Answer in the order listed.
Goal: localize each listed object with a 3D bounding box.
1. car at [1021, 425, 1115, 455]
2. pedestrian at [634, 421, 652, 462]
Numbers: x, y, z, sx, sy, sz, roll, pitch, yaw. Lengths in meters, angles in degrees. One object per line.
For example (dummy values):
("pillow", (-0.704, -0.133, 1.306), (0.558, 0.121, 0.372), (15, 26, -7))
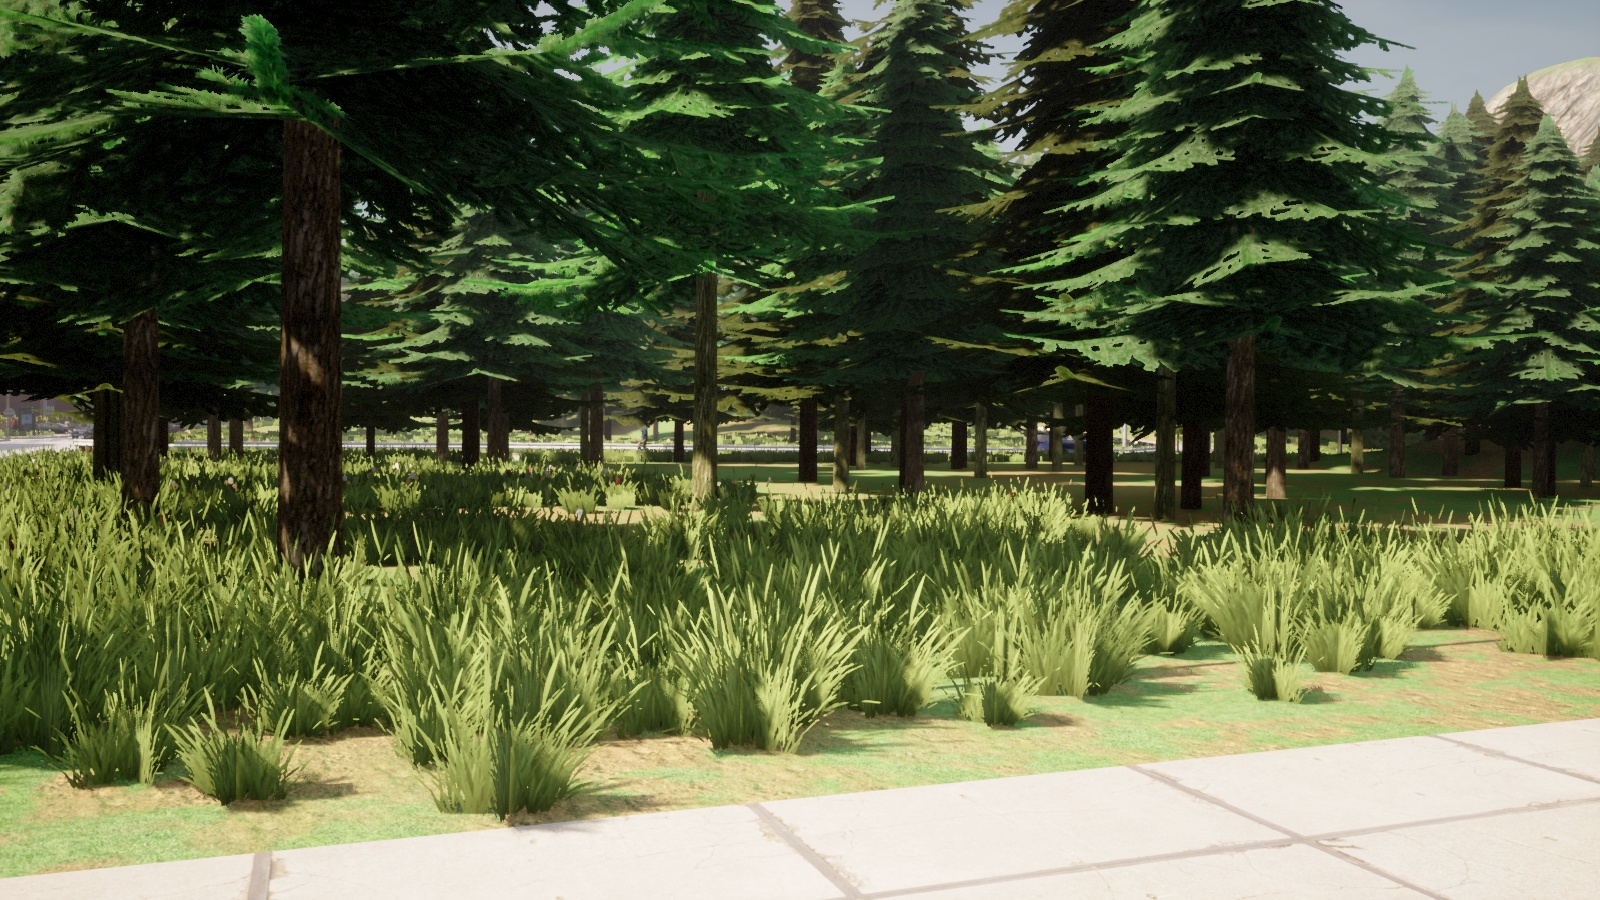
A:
("car", (15.093, -0.577, 70.702), (4.856, 1.649, 2.033), (-1, 1, -22))
("pedestrian", (-7.151, -0.384, 57.124), (0.726, 1.842, 0.402), (-1, 1, -22))
